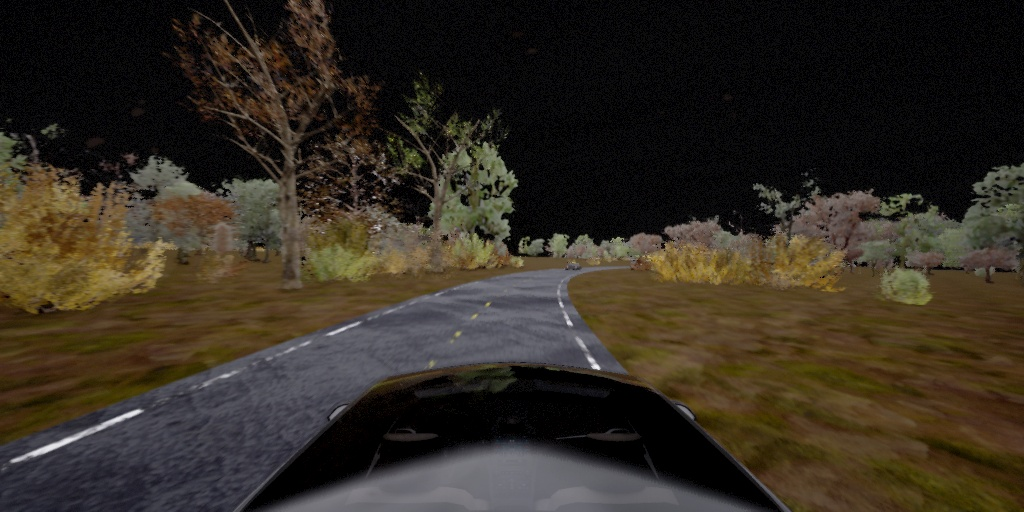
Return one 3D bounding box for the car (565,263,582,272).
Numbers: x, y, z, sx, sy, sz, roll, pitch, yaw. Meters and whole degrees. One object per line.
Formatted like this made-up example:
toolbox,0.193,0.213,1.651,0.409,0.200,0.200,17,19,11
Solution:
car,9.342,1.700,54.108,1.895,1.301,4.718,1,0,18
